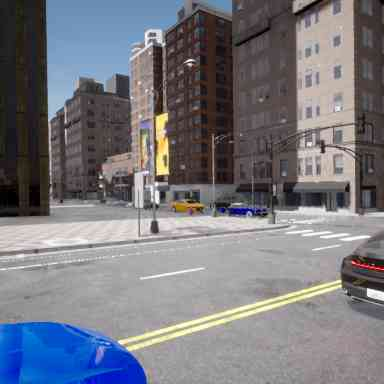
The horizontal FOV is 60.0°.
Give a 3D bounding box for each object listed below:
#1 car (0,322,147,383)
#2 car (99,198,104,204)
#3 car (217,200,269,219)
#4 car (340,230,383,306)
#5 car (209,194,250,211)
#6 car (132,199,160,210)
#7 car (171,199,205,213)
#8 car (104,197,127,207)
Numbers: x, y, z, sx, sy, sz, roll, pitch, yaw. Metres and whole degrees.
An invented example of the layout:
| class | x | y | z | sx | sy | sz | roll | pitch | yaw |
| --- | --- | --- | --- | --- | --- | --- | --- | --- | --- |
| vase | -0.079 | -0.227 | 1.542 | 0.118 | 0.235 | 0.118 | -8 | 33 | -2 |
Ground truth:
| class | x | y | z | sx | sy | sz | roll | pitch | yaw |
| --- | --- | --- | --- | --- | --- | --- | --- | --- | --- |
| car | -2.584 | 1.478 | 1.598 | 5.008 | 1.535 | 1.882 | 0 | 0 | -35 |
| car | -17.206 | 1.742 | 67.576 | 2.033 | 1.411 | 5.357 | -1 | 0 | -35 |
| car | 4.809 | 1.695 | 30.762 | 1.895 | 1.301 | 4.718 | -1 | 0 | -35 |
| car | 5.106 | 1.504 | 7.087 | 4.892 | 1.490 | 1.837 | 0 | 0 | -36 |
| car | 4.215 | 1.282 | 36.975 | 2.150 | 2.045 | 5.566 | -1 | 1 | -34 |
| car | -6.641 | 1.710 | 47.026 | 2.033 | 1.411 | 5.357 | -1 | 0 | -36 |
| car | -0.545 | 1.603 | 38.366 | 1.882 | 1.535 | 5.008 | -1 | 0 | -35 |
| car | -12.528 | 1.800 | 55.462 | 1.895 | 1.301 | 4.718 | -1 | 1 | -35 |
